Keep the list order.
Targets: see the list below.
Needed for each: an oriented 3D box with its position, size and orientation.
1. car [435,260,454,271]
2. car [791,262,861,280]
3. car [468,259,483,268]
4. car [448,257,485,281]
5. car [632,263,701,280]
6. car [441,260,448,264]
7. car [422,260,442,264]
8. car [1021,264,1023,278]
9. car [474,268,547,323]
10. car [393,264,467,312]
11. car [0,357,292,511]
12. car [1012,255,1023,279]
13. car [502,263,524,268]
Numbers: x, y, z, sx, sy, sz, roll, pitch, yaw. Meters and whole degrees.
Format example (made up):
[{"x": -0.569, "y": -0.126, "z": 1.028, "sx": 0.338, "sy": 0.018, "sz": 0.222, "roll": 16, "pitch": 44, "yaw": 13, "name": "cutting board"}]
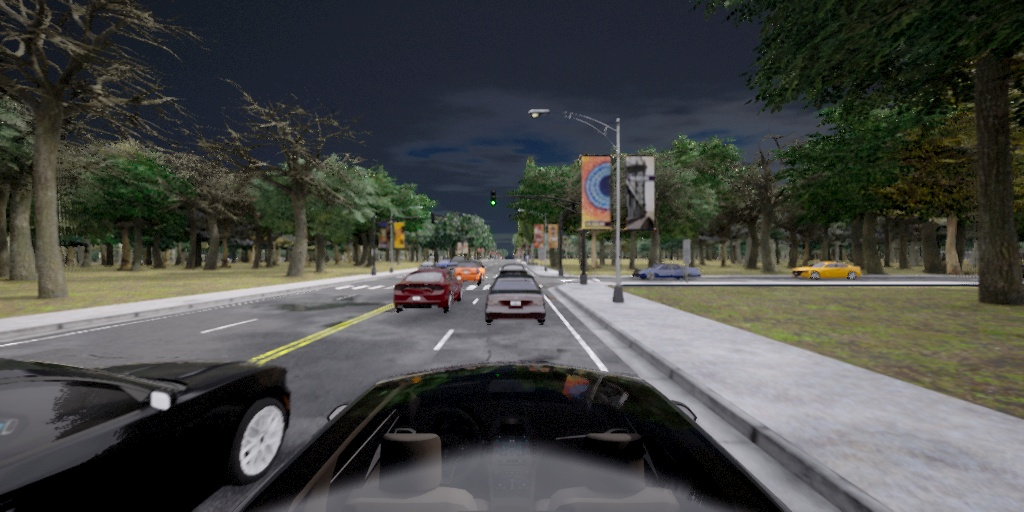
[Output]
[{"x": -9.823, "y": 1.313, "z": 52.459, "sx": 1.882, "sy": 1.535, "sz": 5.008, "roll": 0, "pitch": 0, "yaw": 0, "name": "car"}, {"x": 26.622, "y": 1.232, "z": 30.494, "sx": 5.008, "sy": 1.535, "sz": 1.882, "roll": 0, "pitch": 0, "yaw": 0, "name": "car"}, {"x": -6.496, "y": 1.354, "z": 64.582, "sx": 2.128, "sy": 1.511, "sz": 4.902, "roll": 0, "pitch": 0, "yaw": 0, "name": "car"}, {"x": -3.142, "y": 1.138, "z": 26.726, "sx": 2.097, "sy": 1.767, "sz": 4.553, "roll": 0, "pitch": 0, "yaw": 0, "name": "car"}, {"x": 13.095, "y": 1.317, "z": 30.511, "sx": 5.357, "sy": 1.411, "sz": 2.033, "roll": 0, "pitch": 0, "yaw": 0, "name": "car"}, {"x": -6.584, "y": 1.379, "z": 42.118, "sx": 1.994, "sy": 1.385, "sz": 4.181, "roll": 0, "pitch": 0, "yaw": 1, "name": "car"}, {"x": -9.832, "y": 1.341, "z": 42.449, "sx": 1.812, "sy": 1.442, "sz": 4.674, "roll": 0, "pitch": 0, "yaw": 0, "name": "car"}, {"x": 42.838, "y": 1.344, "z": 27.574, "sx": 4.718, "sy": 1.301, "sz": 1.895, "roll": 0, "pitch": 0, "yaw": 1, "name": "car"}, {"x": 0.098, "y": 1.310, "z": 12.077, "sx": 2.033, "sy": 1.411, "sz": 5.357, "roll": 0, "pitch": 0, "yaw": 0, "name": "car"}, {"x": -3.151, "y": 1.244, "z": 14.306, "sx": 1.882, "sy": 1.535, "sz": 5.008, "roll": 0, "pitch": 0, "yaw": 0, "name": "car"}, {"x": -3.153, "y": 1.228, "z": 1.614, "sx": 1.882, "sy": 1.535, "sz": 5.008, "roll": 0, "pitch": -1, "yaw": 0, "name": "car"}, {"x": 46.691, "y": 0.967, "z": 30.378, "sx": 5.566, "sy": 2.045, "sz": 2.150, "roll": 0, "pitch": 0, "yaw": 0, "name": "car"}, {"x": 0.091, "y": 1.261, "z": 25.221, "sx": 1.882, "sy": 1.535, "sz": 5.008, "roll": 0, "pitch": 0, "yaw": 0, "name": "car"}]
